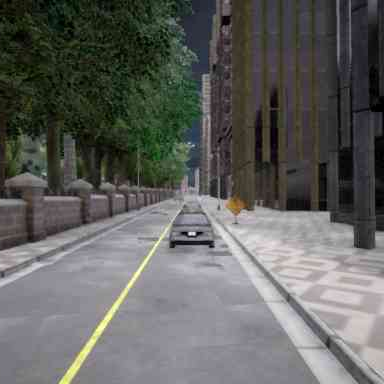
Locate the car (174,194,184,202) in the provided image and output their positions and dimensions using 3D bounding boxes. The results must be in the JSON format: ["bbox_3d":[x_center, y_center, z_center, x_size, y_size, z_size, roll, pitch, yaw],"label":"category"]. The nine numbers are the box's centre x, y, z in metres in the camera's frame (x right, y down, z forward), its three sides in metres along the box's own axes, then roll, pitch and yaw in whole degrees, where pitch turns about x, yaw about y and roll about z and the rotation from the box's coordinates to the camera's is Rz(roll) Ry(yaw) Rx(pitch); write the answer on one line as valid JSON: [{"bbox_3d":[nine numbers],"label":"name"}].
[{"bbox_3d":[-3.000,1.317,75.993,2.097,1.767,4.553,0,0,0],"label":"car"}]

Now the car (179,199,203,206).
[{"bbox_3d":[0.000,1.564,29.656,1.994,1.385,4.181,0,0,0],"label":"car"}]

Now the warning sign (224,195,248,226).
[{"bbox_3d":[2.695,1.114,20.481,1.300,1.860,1.060,-1,-1,0],"label":"warning sign"}]

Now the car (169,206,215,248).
[{"bbox_3d":[0.000,1.565,14.653,2.033,1.411,5.357,0,0,0],"label":"car"}]
